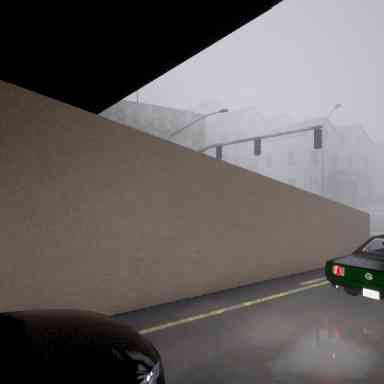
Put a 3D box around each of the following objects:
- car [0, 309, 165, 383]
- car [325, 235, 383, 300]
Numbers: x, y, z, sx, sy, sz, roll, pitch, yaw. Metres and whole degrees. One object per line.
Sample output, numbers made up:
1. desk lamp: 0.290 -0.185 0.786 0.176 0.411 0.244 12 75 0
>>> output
1. car: -2.450 1.491 2.012 4.902 1.511 2.128 0 0 -35
2. car: 5.134 1.601 7.435 4.718 1.301 1.895 0 0 -35
